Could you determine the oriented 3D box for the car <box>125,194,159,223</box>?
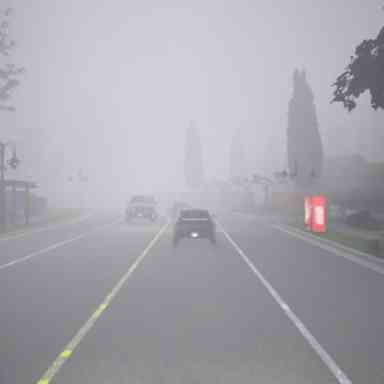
[{"bbox_3d":[-3.767,1.221,25.726,2.150,2.045,5.566,0,0,-3],"label":"car"}]

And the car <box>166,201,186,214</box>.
[{"bbox_3d":[-1.385,1.574,33.791,1.994,1.385,4.181,0,0,-13],"label":"car"}]

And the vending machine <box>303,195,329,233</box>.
[{"bbox_3d":[6.890,1.196,18.580,1.100,2.100,0.880,0,0,0],"label":"vending machine"}]

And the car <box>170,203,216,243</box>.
[{"bbox_3d":[0.109,1.505,16.031,1.837,1.490,4.892,0,0,0],"label":"car"}]
